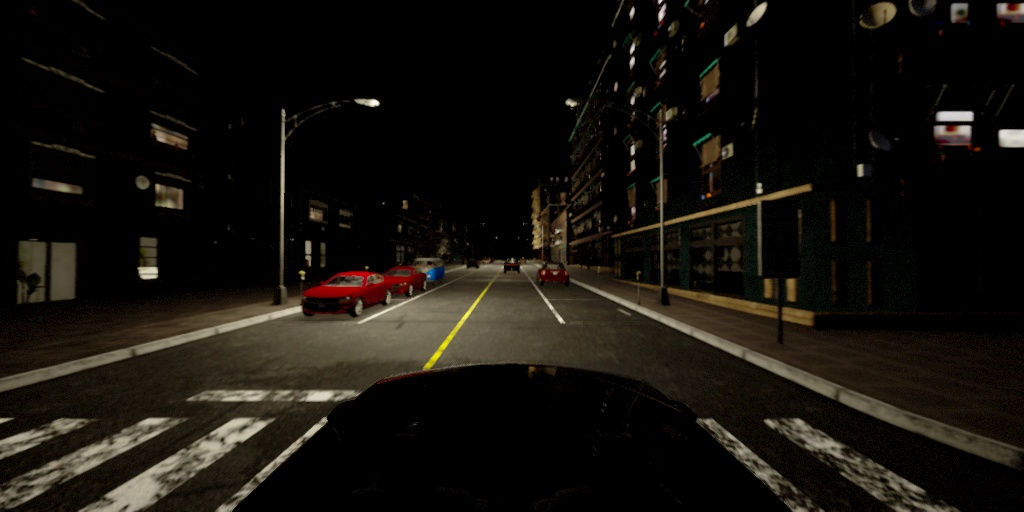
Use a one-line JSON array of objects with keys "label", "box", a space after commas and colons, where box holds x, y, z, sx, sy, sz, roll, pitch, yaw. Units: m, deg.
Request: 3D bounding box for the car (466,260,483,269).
[{"label": "car", "box": [-5.690, 1.181, 52.846, 1.802, 1.307, 4.207, 0, 0, 0]}]

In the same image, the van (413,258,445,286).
[{"label": "van", "box": [-5.690, 1.023, 24.413, 1.690, 1.789, 3.998, 0, 0, 0]}]

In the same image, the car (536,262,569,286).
[{"label": "car", "box": [2.691, 1.122, 24.474, 1.967, 1.591, 4.097, 0, 0, 0]}]

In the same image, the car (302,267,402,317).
[{"label": "car", "box": [-5.766, 1.261, 13.044, 1.888, 1.381, 4.507, 0, 0, 0]}]

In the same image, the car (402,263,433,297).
[{"label": "car", "box": [-5.690, 1.244, 18.726, 1.888, 1.381, 4.507, 0, 0, 0]}]

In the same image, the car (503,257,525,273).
[{"label": "car", "box": [0.000, 1.127, 40.308, 2.128, 1.511, 4.902, 0, 0, 0]}]
